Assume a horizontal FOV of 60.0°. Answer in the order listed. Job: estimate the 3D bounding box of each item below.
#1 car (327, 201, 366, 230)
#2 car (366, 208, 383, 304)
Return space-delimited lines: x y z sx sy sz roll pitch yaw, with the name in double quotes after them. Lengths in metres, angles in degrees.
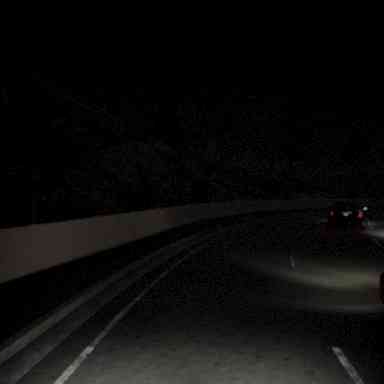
10.164 1.372 21.615 2.097 1.767 4.553 0 0 29 "car"
3.990 1.237 3.085 2.150 2.045 5.566 0 0 5 "car"
